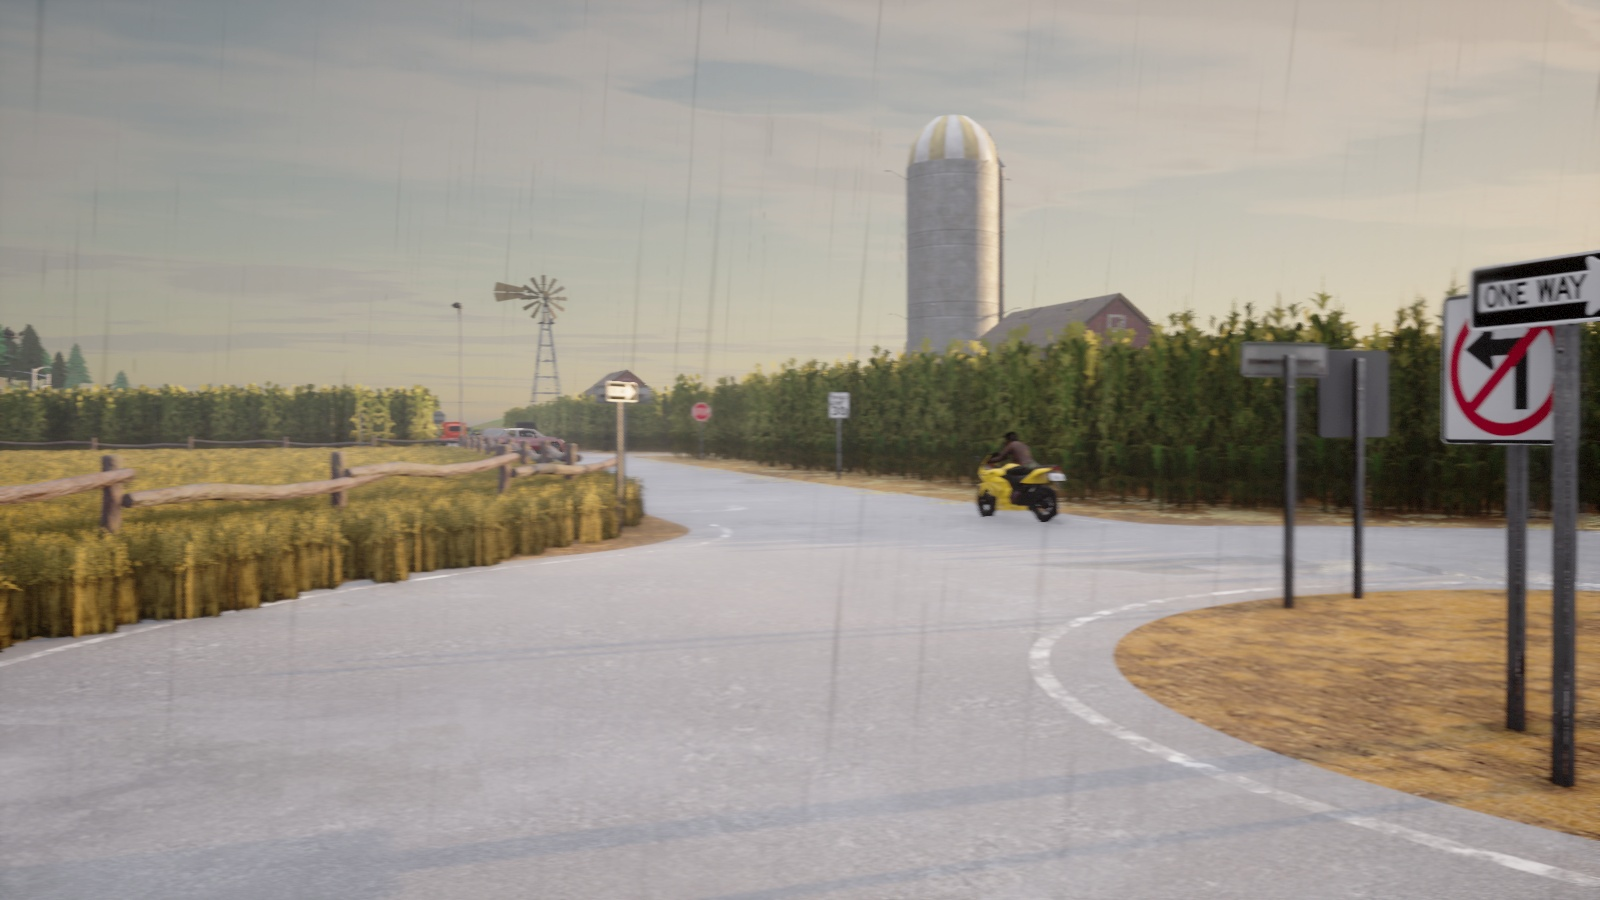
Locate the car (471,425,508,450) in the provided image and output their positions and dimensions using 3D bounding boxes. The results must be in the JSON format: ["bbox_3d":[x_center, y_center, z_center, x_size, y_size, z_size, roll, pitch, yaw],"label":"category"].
[{"bbox_3d":[-19.436,-0.800,78.502,1.882,1.535,5.008,0,1,-19],"label":"car"}]

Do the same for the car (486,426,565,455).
[{"bbox_3d":[-14.270,-0.520,65.243,3.806,1.475,1.970,0,1,-19],"label":"car"}]

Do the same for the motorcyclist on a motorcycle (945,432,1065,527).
[{"bbox_3d":[3.459,0.474,21.376,0.797,1.523,2.044,1,0,-34],"label":"motorcyclist on a motorcycle"}]
